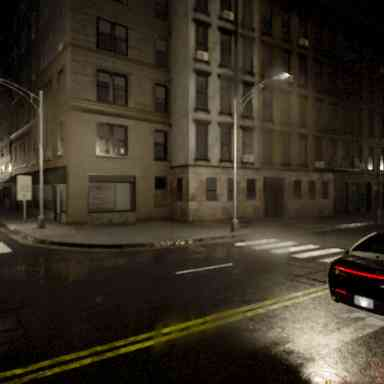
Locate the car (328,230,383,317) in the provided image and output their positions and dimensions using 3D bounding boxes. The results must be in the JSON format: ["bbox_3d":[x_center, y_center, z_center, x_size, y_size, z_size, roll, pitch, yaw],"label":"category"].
[{"bbox_3d":[4.722,1.496,6.642,4.892,1.490,1.837,0,0,-34],"label":"car"}]
